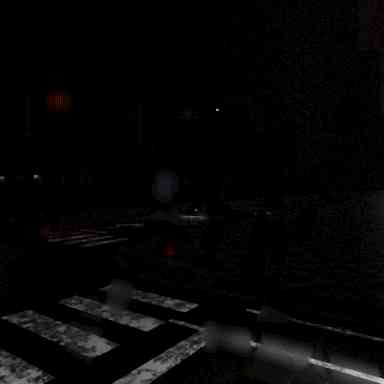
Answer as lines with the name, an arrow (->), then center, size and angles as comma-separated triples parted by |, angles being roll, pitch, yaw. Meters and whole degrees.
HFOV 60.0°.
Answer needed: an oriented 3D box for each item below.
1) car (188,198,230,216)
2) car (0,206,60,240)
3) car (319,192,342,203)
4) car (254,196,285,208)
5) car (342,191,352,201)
car -> 1.485, 1.212, 27.758 | 1.994, 1.385, 4.181 | 0, 1, 35
car -> -8.159, 1.384, 14.270 | 1.837, 1.490, 4.892 | 0, 0, 36
car -> 19.511, 0.814, 47.473 | 1.837, 1.490, 4.892 | 0, 1, 36
car -> 8.905, 1.079, 38.123 | 1.895, 1.301, 4.718 | 0, 1, 36
car -> 25.394, 0.653, 55.701 | 1.882, 1.535, 5.008 | 0, 1, 36
